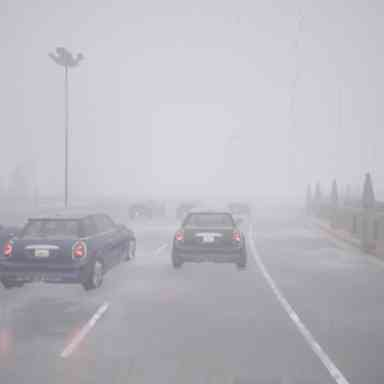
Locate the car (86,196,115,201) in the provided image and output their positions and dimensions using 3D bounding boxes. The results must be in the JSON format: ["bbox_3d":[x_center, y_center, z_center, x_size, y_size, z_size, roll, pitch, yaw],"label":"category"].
[{"bbox_3d":[-12.349,1.293,44.539,2.128,1.511,4.902,0,0,23],"label":"car"}]

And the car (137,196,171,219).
[{"bbox_3d":[-3.480,1.350,27.094,1.837,1.490,4.892,0,0,15],"label":"car"}]

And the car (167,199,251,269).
[{"bbox_3d":[0.642,1.283,11.115,2.097,1.767,4.553,0,0,5],"label":"car"}]

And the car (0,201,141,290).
[{"bbox_3d":[-3.032,1.299,9.166,2.097,1.767,4.553,0,0,4],"label":"car"}]

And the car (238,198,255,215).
[{"bbox_3d":[4.333,1.288,28.876,1.882,1.535,5.008,0,0,18],"label":"car"}]

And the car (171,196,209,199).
[{"bbox_3d":[0.141,1.340,27.076,1.837,1.490,4.892,0,0,16],"label":"car"}]
